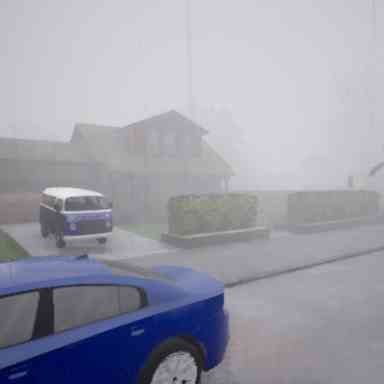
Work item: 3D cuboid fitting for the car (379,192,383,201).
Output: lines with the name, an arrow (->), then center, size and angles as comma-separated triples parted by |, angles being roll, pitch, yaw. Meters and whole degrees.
car -> 24.702, 0.273, 41.441 | 3.866, 1.878, 1.905 | -1, 1, 0

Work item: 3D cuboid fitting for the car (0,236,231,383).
car -> -1.886, 1.474, 3.242 | 5.008, 1.535, 1.882 | -1, 1, -35
